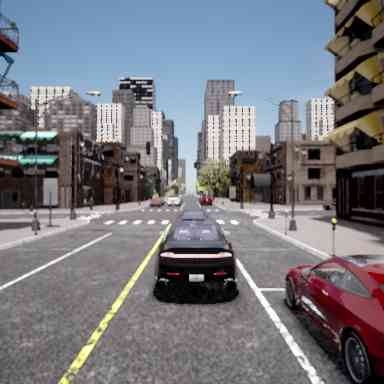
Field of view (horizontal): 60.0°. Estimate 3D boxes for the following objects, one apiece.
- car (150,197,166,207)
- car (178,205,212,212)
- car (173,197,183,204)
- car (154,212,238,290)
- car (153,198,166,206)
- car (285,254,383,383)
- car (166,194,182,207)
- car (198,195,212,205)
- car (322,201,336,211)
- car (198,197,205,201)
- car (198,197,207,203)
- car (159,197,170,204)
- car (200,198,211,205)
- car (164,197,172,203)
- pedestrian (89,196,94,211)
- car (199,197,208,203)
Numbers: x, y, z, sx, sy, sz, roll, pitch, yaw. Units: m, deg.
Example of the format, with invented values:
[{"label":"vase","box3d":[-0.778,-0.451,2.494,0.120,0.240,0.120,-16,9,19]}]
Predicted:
[{"label":"car","box3d":[-5.865,1.731,54.220,1.887,1.381,4.507,0,0,0]},{"label":"car","box3d":[0.072,1.620,18.174,1.994,1.385,4.181,0,0,0]},{"label":"car","box3d":[-3.118,1.818,72.915,1.994,1.385,4.181,0,0,0]},{"label":"car","box3d":[0.086,1.520,9.128,2.128,1.511,4.902,0,0,0]},{"label":"car","box3d":[-5.786,1.775,59.742,1.947,1.339,4.313,0,0,0]},{"label":"car","box3d":[2.684,1.597,5.004,1.802,1.307,4.206,0,0,0]},{"label":"car","box3d":[-3.162,1.423,57.628,2.150,2.045,5.566,0,0,0]},{"label":"car","box3d":[2.595,1.523,59.756,2.192,1.841,5.009,0,0,0]},{"label":"car","box3d":[17.426,1.479,38.579,4.313,1.339,1.947,-1,0,0]},{"label":"car","box3d":[2.540,1.943,92.906,1.802,1.307,4.206,0,0,0]},{"label":"car","box3d":[2.558,1.857,81.857,2.008,1.369,4.403,0,0,0]},{"label":"car","box3d":[-5.803,1.781,70.623,1.752,1.417,4.829,0,0,0]},{"label":"car","box3d":[2.585,1.798,65.281,1.947,1.339,4.313,0,0,0]},{"label":"car","box3d":[-5.822,1.889,81.843,1.802,1.307,4.206,0,0,0]},{"label":"pedestrian","box3d":[-12.579,1.422,41.468,0.375,1.860,0.375,0,0,0]},{"label":"car","box3d":[2.568,1.847,76.332,1.947,1.339,4.313,0,0,0]}]
